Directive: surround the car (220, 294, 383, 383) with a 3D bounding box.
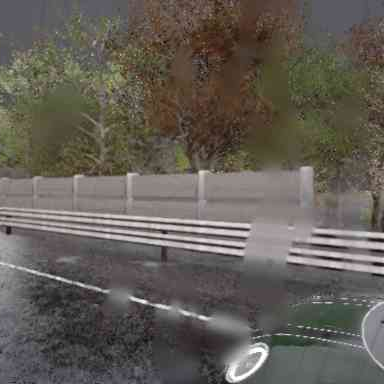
[{"bbox_3d":[2.413,1.349,2.154,4.553,1.767,2.097,0,0,35],"label":"car"}]
